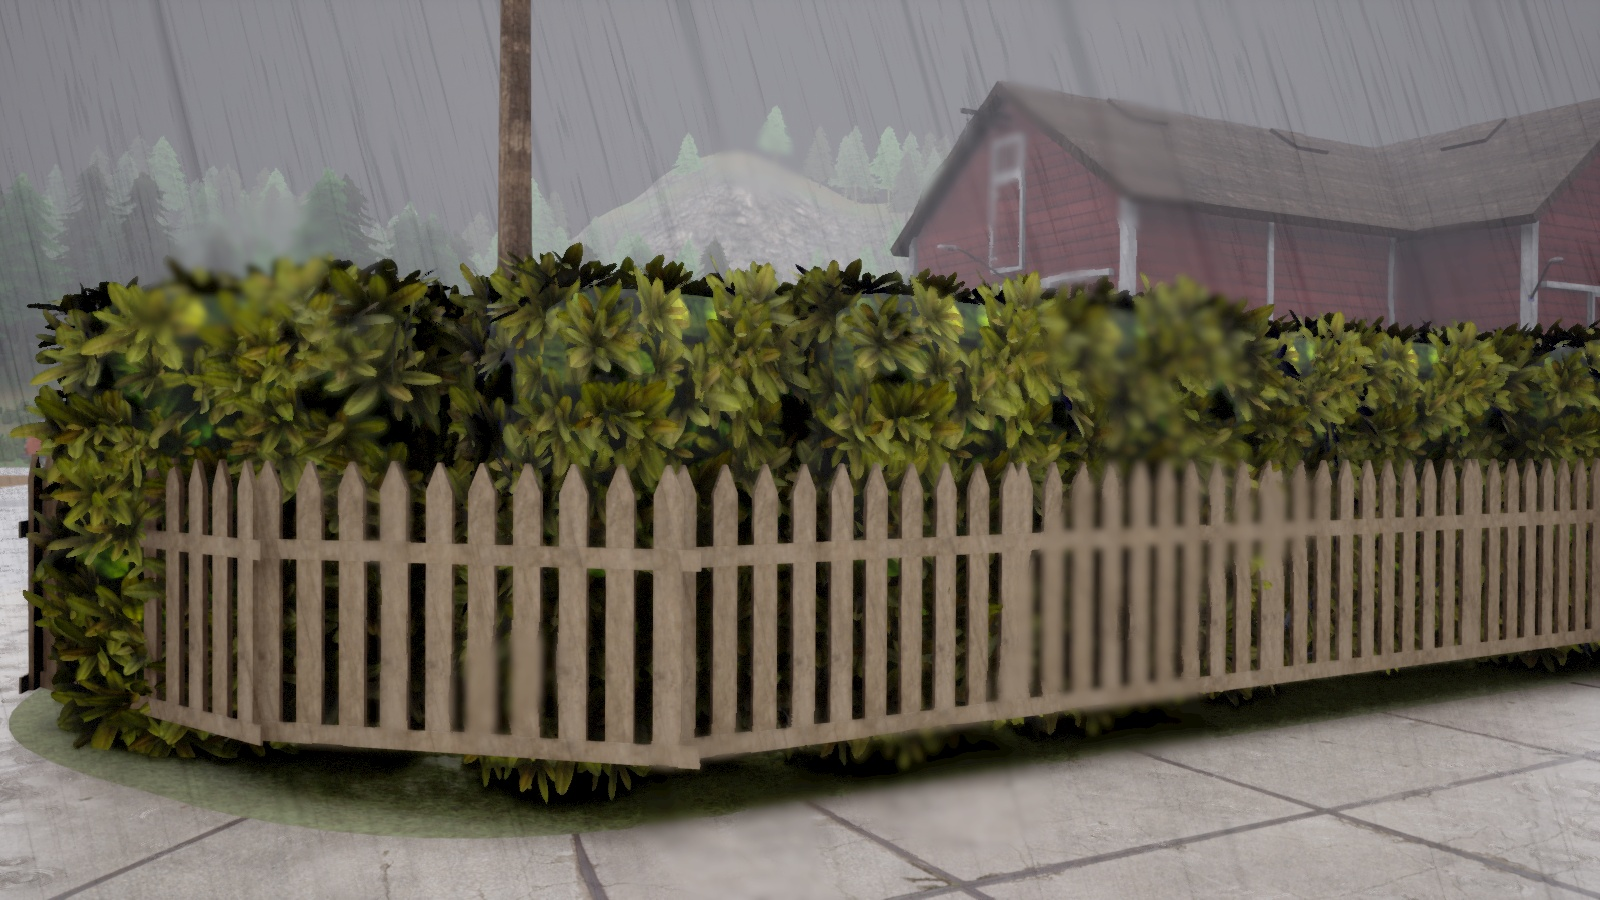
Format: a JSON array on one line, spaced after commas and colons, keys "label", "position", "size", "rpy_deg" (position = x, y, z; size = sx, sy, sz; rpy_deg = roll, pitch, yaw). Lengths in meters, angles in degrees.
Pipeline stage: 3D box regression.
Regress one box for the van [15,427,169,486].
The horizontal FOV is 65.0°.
[{"label": "van", "position": [-25.333, 0.221, 45.085], "size": [4.442, 1.987, 1.775], "rpy_deg": [-1, 1, -13]}]
